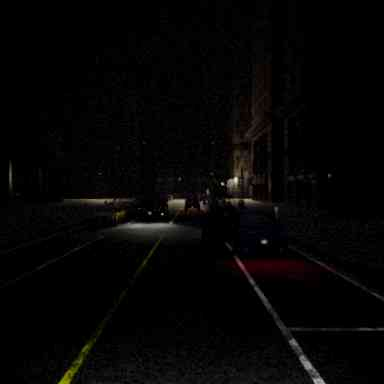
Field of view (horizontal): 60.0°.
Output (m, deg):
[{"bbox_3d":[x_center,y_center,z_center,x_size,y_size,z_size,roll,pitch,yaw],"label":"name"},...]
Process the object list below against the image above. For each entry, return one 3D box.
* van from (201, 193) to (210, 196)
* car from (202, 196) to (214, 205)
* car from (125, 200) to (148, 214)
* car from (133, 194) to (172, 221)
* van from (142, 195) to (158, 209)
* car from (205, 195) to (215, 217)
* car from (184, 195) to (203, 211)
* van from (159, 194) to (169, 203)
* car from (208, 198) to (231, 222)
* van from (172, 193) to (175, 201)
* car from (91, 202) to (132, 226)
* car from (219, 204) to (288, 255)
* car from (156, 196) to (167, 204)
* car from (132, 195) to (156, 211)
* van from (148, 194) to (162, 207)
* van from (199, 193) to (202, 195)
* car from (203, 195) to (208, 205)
[{"bbox_3d":[2.767,1.302,52.022,1.690,1.788,3.998,0,0,0],"label":"van"},{"bbox_3d":[2.768,1.503,57.699,1.887,1.381,4.507,0,0,0],"label":"car"},{"bbox_3d":[-5.760,1.553,34.981,1.802,1.307,4.206,0,0,0],"label":"car"},{"bbox_3d":[-3.096,1.198,27.228,2.150,2.045,5.566,0,0,0],"label":"car"},{"bbox_3d":[-5.759,1.305,46.335,1.690,1.788,3.998,0,0,0],"label":"van"},{"bbox_3d":[2.765,1.411,34.988,1.967,1.590,4.097,0,0,0],"label":"car"},{"bbox_3d":[0.063,1.472,40.008,1.837,1.490,4.892,0,0,1],"label":"car"},{"bbox_3d":[-5.757,1.295,69.045,1.690,1.788,3.998,0,0,0],"label":"van"},{"bbox_3d":[2.765,1.526,29.310,2.008,1.369,4.403,0,0,0],"label":"car"},{"bbox_3d":[-5.755,1.292,80.400,1.690,1.788,3.998,0,0,0],"label":"van"},{"bbox_3d":[-5.761,1.504,23.455,1.752,1.417,4.829,0,0,0],"label":"car"},{"bbox_3d":[2.362,1.465,13.334,1.882,1.535,5.008,0,0,0],"label":"car"},{"bbox_3d":[-5.757,1.538,63.368,1.802,1.307,4.206,0,0,0],"label":"car"},{"bbox_3d":[-5.759,1.282,40.658,2.192,1.841,5.009,0,0,0],"label":"car"},{"bbox_3d":[-5.758,1.302,52.013,1.690,1.788,3.998,0,0,0],"label":"van"},{"bbox_3d":[2.768,1.297,63.376,1.690,1.788,3.998,0,0,0],"label":"van"},{"bbox_3d":[2.767,1.515,46.344,2.008,1.369,4.403,0,0,0],"label":"car"}]
